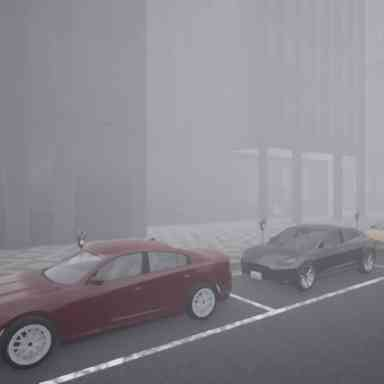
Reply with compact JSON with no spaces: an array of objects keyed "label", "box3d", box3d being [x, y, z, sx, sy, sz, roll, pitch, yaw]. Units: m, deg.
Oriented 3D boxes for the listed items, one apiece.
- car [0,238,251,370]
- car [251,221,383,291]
[{"label":"car","box3d":[-1.330,1.542,5.698,4.507,1.381,1.887,0,0,-35]},{"label":"car","box3d":[3.262,1.556,8.966,4.313,1.339,1.947,0,0,-35]}]
